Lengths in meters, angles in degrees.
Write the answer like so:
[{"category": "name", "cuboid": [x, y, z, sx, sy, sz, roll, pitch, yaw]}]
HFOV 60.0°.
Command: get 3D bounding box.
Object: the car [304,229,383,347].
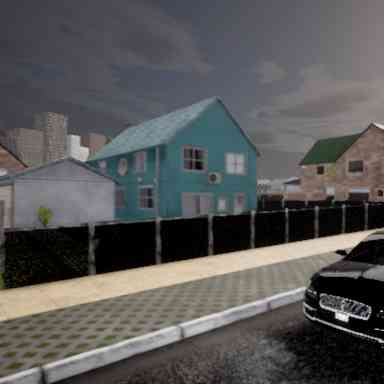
[{"category": "car", "cuboid": [4.028, 1.452, 6.045, 4.892, 1.490, 1.837, -1, 0, -36]}]
